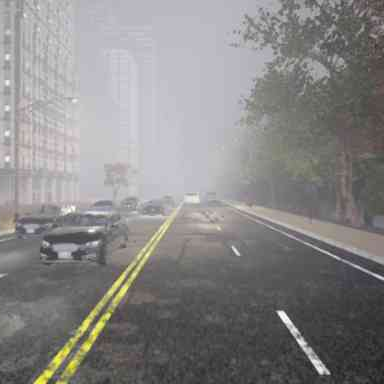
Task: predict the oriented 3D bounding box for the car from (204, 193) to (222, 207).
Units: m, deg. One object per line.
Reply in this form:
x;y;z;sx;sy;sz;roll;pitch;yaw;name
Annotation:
3.180;1.274;47.267;2.128;1.511;4.902;0;0;0;car

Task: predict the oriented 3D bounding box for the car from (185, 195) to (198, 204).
-0.086;1.262;57.656;2.033;1.411;5.357;0;0;0;car

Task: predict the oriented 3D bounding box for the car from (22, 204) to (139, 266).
-3.361;1.381;11.215;2.128;1.511;4.902;0;0;0;car

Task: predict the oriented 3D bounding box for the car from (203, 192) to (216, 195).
3.166;0.962;57.691;2.150;2.045;5.566;0;0;0;car

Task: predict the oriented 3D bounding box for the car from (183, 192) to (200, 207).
-0.067;0.978;47.291;2.150;2.045;5.566;0;0;0;car

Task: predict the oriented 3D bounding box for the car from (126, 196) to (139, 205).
-6.630;1.257;36.408;1.837;1.490;4.892;0;0;0;car

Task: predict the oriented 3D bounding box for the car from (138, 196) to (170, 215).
-3.386;1.366;30.696;1.994;1.385;4.181;0;0;0;car

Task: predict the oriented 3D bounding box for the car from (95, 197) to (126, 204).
-6.635;1.325;25.362;1.812;1.442;4.674;0;0;0;car

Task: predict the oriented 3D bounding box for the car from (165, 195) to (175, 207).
-3.367;1.211;46.812;1.882;1.535;5.008;0;0;0;car

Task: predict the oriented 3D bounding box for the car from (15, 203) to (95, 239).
-6.625;1.331;16.093;2.128;1.511;4.902;0;0;0;car
